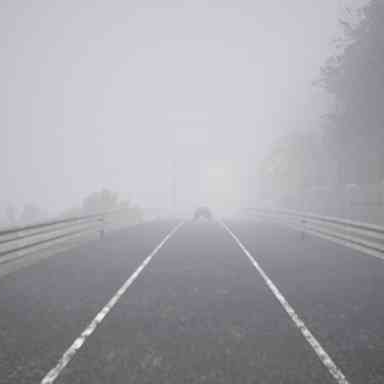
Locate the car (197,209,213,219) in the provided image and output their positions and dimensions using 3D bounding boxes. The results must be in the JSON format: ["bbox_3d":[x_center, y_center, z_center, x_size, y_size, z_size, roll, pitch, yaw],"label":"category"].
[{"bbox_3d":[1.890,3.100,47.082,1.994,1.385,4.181,0,-4,5],"label":"car"}]

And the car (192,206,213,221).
[{"bbox_3d":[1.099,2.226,34.067,1.837,1.490,4.892,0,-3,3],"label":"car"}]
